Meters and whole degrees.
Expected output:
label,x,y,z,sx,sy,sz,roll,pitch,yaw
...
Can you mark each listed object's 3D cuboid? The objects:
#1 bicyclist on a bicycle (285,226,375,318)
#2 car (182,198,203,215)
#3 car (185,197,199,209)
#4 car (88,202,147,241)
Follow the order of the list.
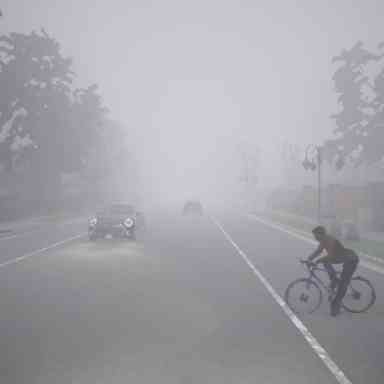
label,x,y,z,sx,sy,sz,roll,pitch,yaw
bicyclist on a bicycle,2.512,1.449,6.090,1.656,1.620,0.582,-2,0,0
car,0.047,1.488,34.110,2.128,1.511,4.902,0,0,0
car,-0.020,1.499,46.423,1.812,1.442,4.674,0,0,0
car,-3.585,1.349,16.652,2.097,1.767,4.553,0,0,0
